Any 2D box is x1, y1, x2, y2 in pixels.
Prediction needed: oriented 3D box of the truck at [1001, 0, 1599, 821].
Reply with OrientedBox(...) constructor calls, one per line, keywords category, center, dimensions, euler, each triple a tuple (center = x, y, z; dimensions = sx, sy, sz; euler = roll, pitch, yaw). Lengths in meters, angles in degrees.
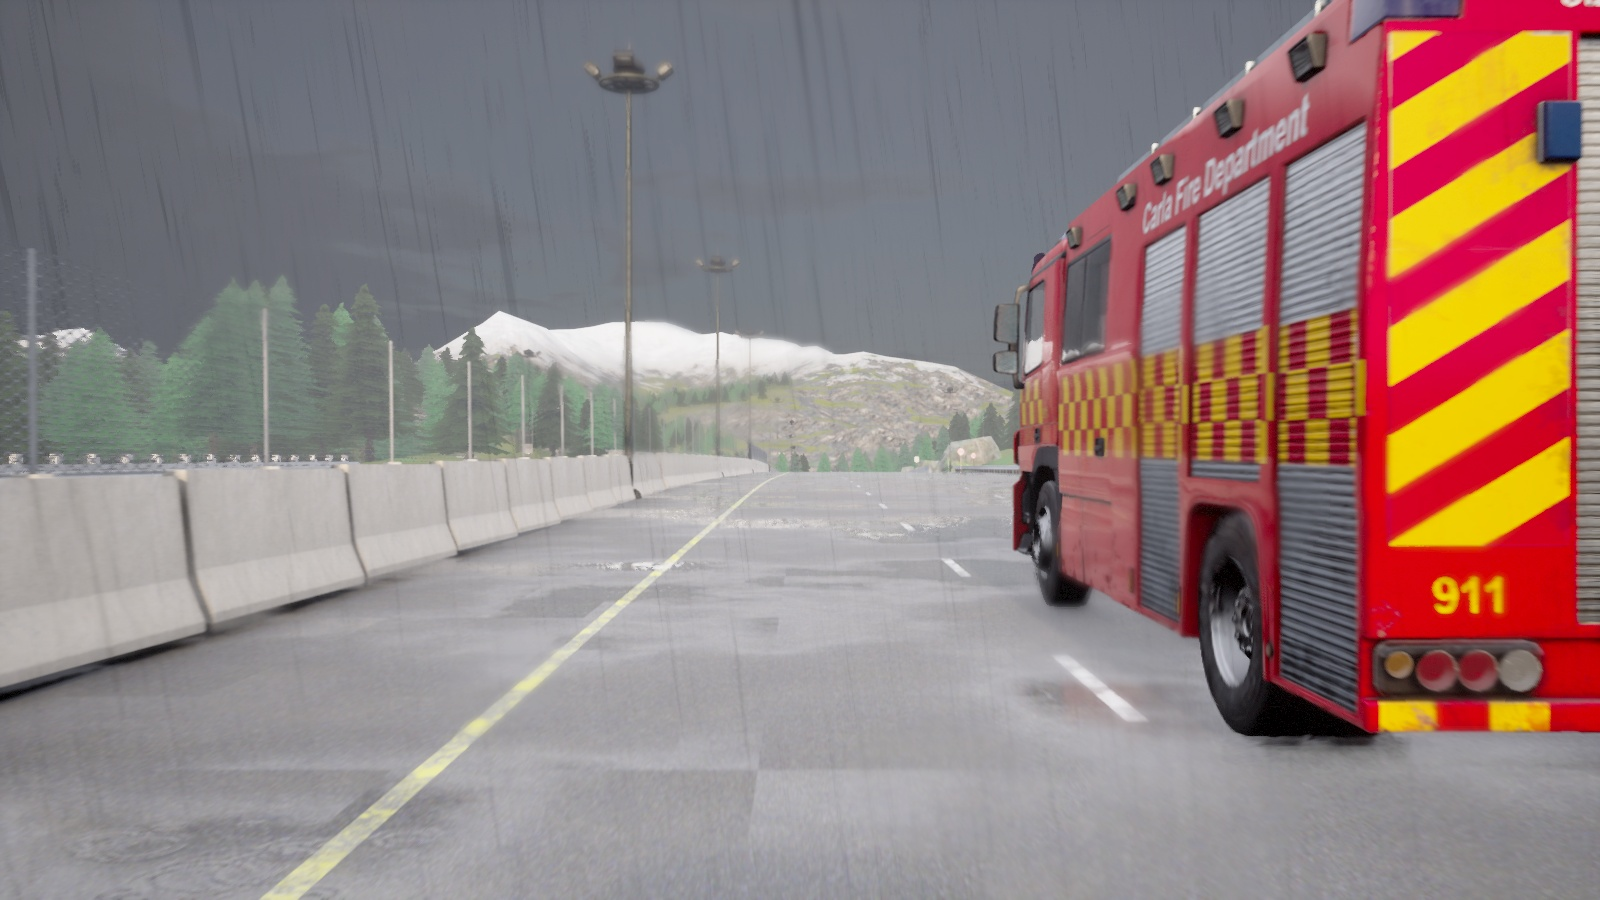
OrientedBox(category="truck", center=(3.576, -0.466, 9.209), dimensions=(2.891, 3.827, 8.468), euler=(0, 0, 0))
